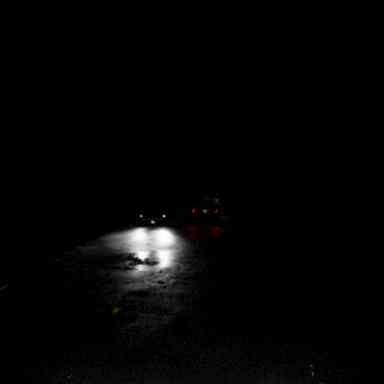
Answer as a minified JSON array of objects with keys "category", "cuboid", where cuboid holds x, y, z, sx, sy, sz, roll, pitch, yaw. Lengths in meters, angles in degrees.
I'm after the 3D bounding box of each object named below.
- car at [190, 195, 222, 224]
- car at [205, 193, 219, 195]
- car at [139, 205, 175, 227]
[{"category":"car","cuboid":[1.009,1.323,24.687,2.097,1.767,4.553,0,0,3]},{"category":"car","cuboid":[2.618,1.142,42.678,2.150,2.045,5.566,0,0,6]},{"category":"car","cuboid":[-2.319,1.568,22.933,1.895,1.301,4.718,0,0,4]}]
